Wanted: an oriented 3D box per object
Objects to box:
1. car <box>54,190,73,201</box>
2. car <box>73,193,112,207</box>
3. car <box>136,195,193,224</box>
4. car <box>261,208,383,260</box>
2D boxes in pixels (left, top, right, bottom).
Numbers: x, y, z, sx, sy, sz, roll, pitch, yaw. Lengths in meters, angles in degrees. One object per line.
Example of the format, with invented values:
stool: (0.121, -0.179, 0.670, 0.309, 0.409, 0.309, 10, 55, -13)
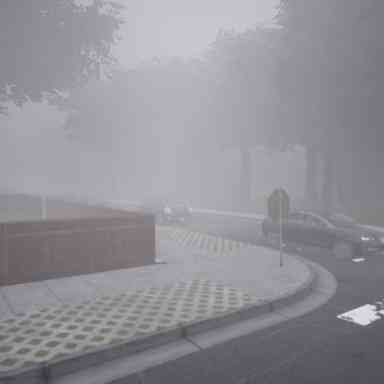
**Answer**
car: (-16.113, 0.517, 42.147, 1.882, 1.535, 5.008, -2, 3, -34)
car: (-9.778, 0.926, 33.119, 2.033, 1.411, 5.357, -2, 3, -35)
car: (-1.892, 1.038, 21.945, 2.097, 1.767, 4.553, -2, 2, -35)
car: (4.790, 1.407, 12.497, 2.128, 1.511, 4.902, -2, 2, -35)
